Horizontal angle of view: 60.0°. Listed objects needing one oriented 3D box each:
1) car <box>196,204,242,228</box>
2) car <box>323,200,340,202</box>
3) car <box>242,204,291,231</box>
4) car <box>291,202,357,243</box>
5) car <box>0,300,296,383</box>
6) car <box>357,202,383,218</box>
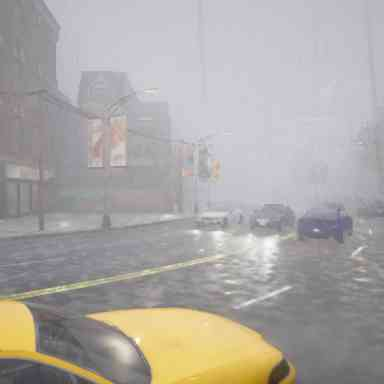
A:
[{"bbox_3d":[2.000,1.544,22.215,1.812,1.442,4.674,0,0,29],"label":"car"},{"bbox_3d":[12.699,1.501,30.445,1.837,1.490,4.892,0,0,14],"label":"car"},{"bbox_3d":[5.074,1.508,20.543,2.128,1.511,4.902,0,0,29],"label":"car"},{"bbox_3d":[6.601,1.477,16.220,1.882,1.535,5.008,0,0,32],"label":"car"},{"bbox_3d":[-1.503,1.453,2.209,5.366,1.575,1.801,0,0,-36],"label":"car"},{"bbox_3d":[16.090,1.560,29.576,1.994,1.385,4.181,0,0,14],"label":"car"}]
